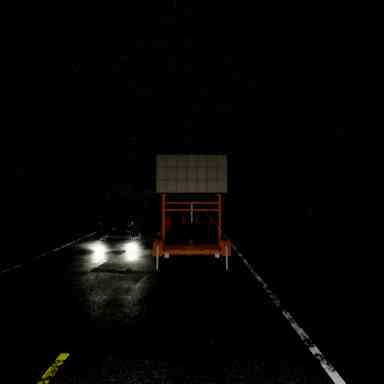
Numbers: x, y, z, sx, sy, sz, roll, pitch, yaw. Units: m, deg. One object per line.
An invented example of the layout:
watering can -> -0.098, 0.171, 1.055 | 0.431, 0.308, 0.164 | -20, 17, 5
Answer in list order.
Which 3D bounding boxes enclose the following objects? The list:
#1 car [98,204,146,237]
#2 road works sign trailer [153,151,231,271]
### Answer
car -> -3.674, 1.476, 18.141 | 1.882, 1.535, 5.008 | 0, 0, 0
road works sign trailer -> -0.009, 0.463, 10.937 | 2.380, 3.560, 2.880 | 0, 0, -1
